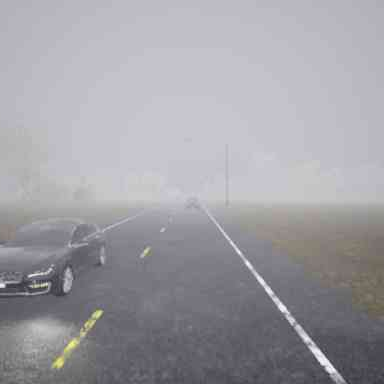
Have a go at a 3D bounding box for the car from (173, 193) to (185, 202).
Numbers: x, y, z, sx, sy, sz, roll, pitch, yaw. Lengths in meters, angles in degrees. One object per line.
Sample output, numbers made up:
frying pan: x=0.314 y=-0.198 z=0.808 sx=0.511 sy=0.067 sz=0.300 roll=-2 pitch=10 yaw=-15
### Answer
car: x=-3.465 y=1.571 z=80.815 sx=2.033 sy=1.411 sz=5.357 roll=0 pitch=0 yaw=0

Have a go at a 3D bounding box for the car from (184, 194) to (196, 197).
car: x=0.126 y=1.380 z=61.577 sx=2.097 sy=1.767 sz=4.553 roll=0 pitch=0 yaw=0

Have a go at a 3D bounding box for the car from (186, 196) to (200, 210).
car: x=0.119 y=1.621 z=44.074 sx=1.895 sy=1.301 sz=4.718 roll=0 pitch=0 yaw=0

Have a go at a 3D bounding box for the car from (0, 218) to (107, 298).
car: x=-3.596 y=1.510 z=8.689 sx=1.837 sy=1.490 sz=4.892 roll=0 pitch=0 yaw=0
